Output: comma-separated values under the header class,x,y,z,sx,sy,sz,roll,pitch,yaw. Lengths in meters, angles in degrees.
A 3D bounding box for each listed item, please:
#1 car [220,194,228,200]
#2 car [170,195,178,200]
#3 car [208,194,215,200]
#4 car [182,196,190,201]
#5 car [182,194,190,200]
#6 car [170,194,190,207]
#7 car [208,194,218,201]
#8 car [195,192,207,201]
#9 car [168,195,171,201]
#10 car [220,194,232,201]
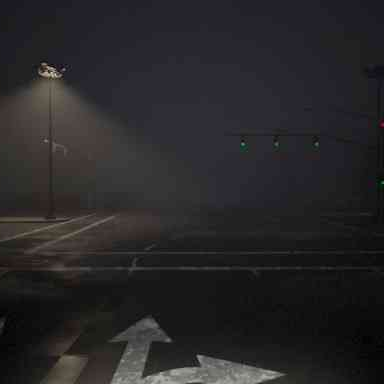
class,x,y,z,sx,sy,sz,roll,pitch,yaw
car,8.979,1.391,92.922,1.812,1.442,4.674,0,0,0
car,-5.021,1.420,93.003,1.994,1.385,4.181,0,0,0
car,5.479,1.391,92.942,1.812,1.442,4.674,0,0,0
car,-1.574,1.620,83.843,1.895,1.301,4.718,0,0,0
car,-1.521,1.392,92.982,2.128,1.511,4.902,0,0,0
car,-1.758,1.511,51.950,2.128,1.511,4.902,0,0,0
car,5.429,1.621,84.219,1.895,1.301,4.718,0,0,0
car,1.924,1.249,83.406,2.150,2.045,5.566,0,0,0
car,-5.071,1.526,84.249,1.837,1.490,4.892,0,0,0
car,8.924,1.564,83.335,2.033,1.411,5.357,0,0,0
